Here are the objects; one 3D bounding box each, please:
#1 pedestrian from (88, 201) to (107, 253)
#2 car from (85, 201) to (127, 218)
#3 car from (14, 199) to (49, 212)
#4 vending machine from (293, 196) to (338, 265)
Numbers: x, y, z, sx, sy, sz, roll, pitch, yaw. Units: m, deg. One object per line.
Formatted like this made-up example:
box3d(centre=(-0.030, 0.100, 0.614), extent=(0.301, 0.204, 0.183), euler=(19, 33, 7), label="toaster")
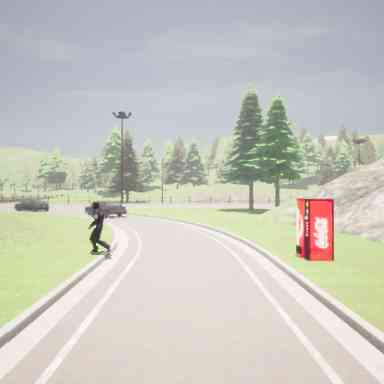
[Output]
box3d(centre=(-3.188, 1.143, 11.261), extent=(0.375, 1.860, 0.375), euler=(0, 0, -3), label="pedestrian")
box3d(centre=(-8.047, 1.548, 30.808), extent=(2.033, 1.411, 5.357), euler=(0, 0, -41), label="car")
box3d(centre=(-18.824, 1.564, 39.045), extent=(4.181, 1.385, 1.994), euler=(0, 0, 25), label="car")
box3d(centre=(3.913, 1.195, 10.647), extent=(1.100, 2.100, 0.880), euler=(0, 0, -1), label="vending machine")
